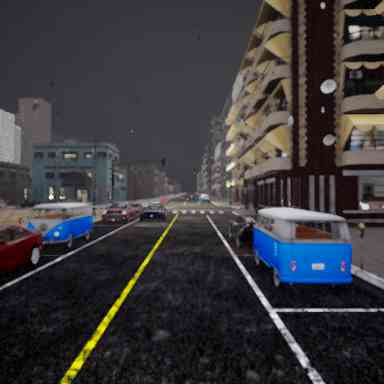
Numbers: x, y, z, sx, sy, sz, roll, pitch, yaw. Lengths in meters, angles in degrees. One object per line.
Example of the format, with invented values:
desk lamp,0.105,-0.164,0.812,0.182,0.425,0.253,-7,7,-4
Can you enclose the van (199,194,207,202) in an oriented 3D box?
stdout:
van,2.713,1.482,80.789,1.690,1.788,3.998,1,0,0

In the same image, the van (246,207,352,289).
van,2.705,1.365,8.977,1.690,1.788,3.998,1,0,0

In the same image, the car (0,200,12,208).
car,-30.673,1.892,51.994,4.206,1.307,1.802,0,-1,1

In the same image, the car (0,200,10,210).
car,-26.373,1.587,43.298,4.097,1.590,1.967,0,-1,1

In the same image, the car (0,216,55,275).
car,-5.646,1.568,8.944,1.887,1.381,4.507,1,0,0

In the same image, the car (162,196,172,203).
car,-5.671,1.680,75.173,1.887,1.381,4.507,1,0,0

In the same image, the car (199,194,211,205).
car,2.708,1.674,64.047,2.008,1.369,4.403,1,0,0

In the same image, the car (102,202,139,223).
car,-5.642,1.502,25.883,1.967,1.590,4.097,1,0,0

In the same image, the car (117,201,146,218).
car,-5.643,1.618,31.528,1.887,1.381,4.507,1,0,0

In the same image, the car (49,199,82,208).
car,-19.712,1.809,51.843,4.403,1.369,2.008,0,-1,1

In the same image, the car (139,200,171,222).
car,-3.064,1.628,27.216,1.994,1.385,4.181,0,0,0

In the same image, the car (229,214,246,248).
car,2.702,1.603,14.623,1.947,1.339,4.313,1,0,0

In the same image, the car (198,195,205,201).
car,2.711,1.675,92.120,1.752,1.417,4.829,1,0,0

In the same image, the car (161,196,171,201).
car,-5.673,1.712,69.592,1.802,1.307,4.206,1,0,0

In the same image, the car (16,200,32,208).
car,-25.194,1.850,51.919,4.313,1.339,1.947,0,-1,1

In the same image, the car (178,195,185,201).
car,-2.991,1.650,93.346,1.837,1.490,4.892,0,0,0

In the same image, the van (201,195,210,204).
van,2.711,1.471,69.627,1.690,1.788,3.998,1,0,0

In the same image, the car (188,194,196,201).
car,0.008,1.639,91.416,1.994,1.385,4.181,0,0,0

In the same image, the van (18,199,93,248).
van,-5.642,1.378,14.591,1.690,1.788,3.998,1,0,0
